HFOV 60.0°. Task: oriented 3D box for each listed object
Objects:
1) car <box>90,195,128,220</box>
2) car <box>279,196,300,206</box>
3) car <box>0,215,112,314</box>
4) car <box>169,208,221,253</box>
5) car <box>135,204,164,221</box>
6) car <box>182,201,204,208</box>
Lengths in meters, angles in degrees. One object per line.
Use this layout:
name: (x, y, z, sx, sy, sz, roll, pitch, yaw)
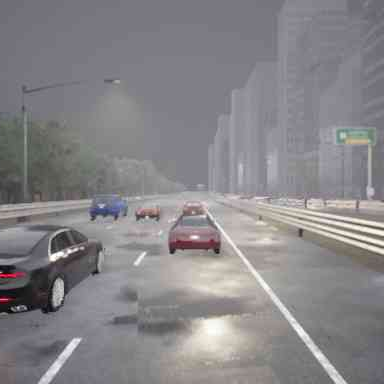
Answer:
car: (-6.895, 1.239, 28.075, 2.150, 2.045, 5.566, 0, 0, 0)
car: (17.260, 1.540, 59.266, 2.097, 1.767, 4.553, 0, 0, -18)
car: (-3.406, 1.509, 7.622, 1.837, 1.490, 4.892, 0, 0, 0)
car: (0.102, 1.571, 13.794, 1.994, 1.385, 4.181, 0, 0, 0)
car: (-3.395, 1.618, 27.459, 1.895, 1.301, 4.718, 0, 0, 0)
car: (0.107, 1.545, 29.921, 1.812, 1.442, 4.674, 0, 0, 0)
